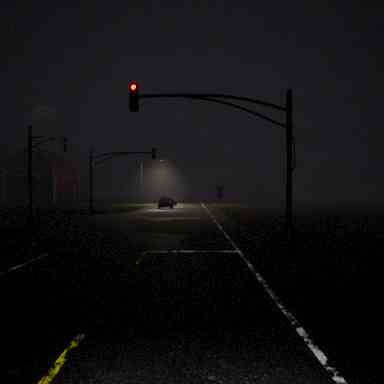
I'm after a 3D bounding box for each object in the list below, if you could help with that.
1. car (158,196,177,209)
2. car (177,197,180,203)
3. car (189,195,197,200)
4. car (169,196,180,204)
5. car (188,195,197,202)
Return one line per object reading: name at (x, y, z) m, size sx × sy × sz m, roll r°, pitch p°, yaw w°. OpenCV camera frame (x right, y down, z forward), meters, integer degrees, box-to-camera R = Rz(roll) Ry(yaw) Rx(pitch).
car at (-3.508, 1.443, 45.156) m, size 1.882 × 1.535 × 5.008 m, roll 0°, pitch 0°, yaw 0°
car at (-3.480, 1.477, 55.018) m, size 1.812 × 1.442 × 4.674 m, roll 0°, pitch 0°, yaw 1°
car at (0.157, 1.440, 86.623) m, size 1.994 × 1.385 × 4.181 m, roll 0°, pitch 0°, yaw 0°
car at (-3.425, 1.535, 64.947) m, size 1.895 × 1.301 × 4.718 m, roll 0°, pitch 0°, yaw 1°
car at (0.139, 1.388, 76.936) m, size 1.882 × 1.535 × 5.008 m, roll 0°, pitch 0°, yaw 0°
